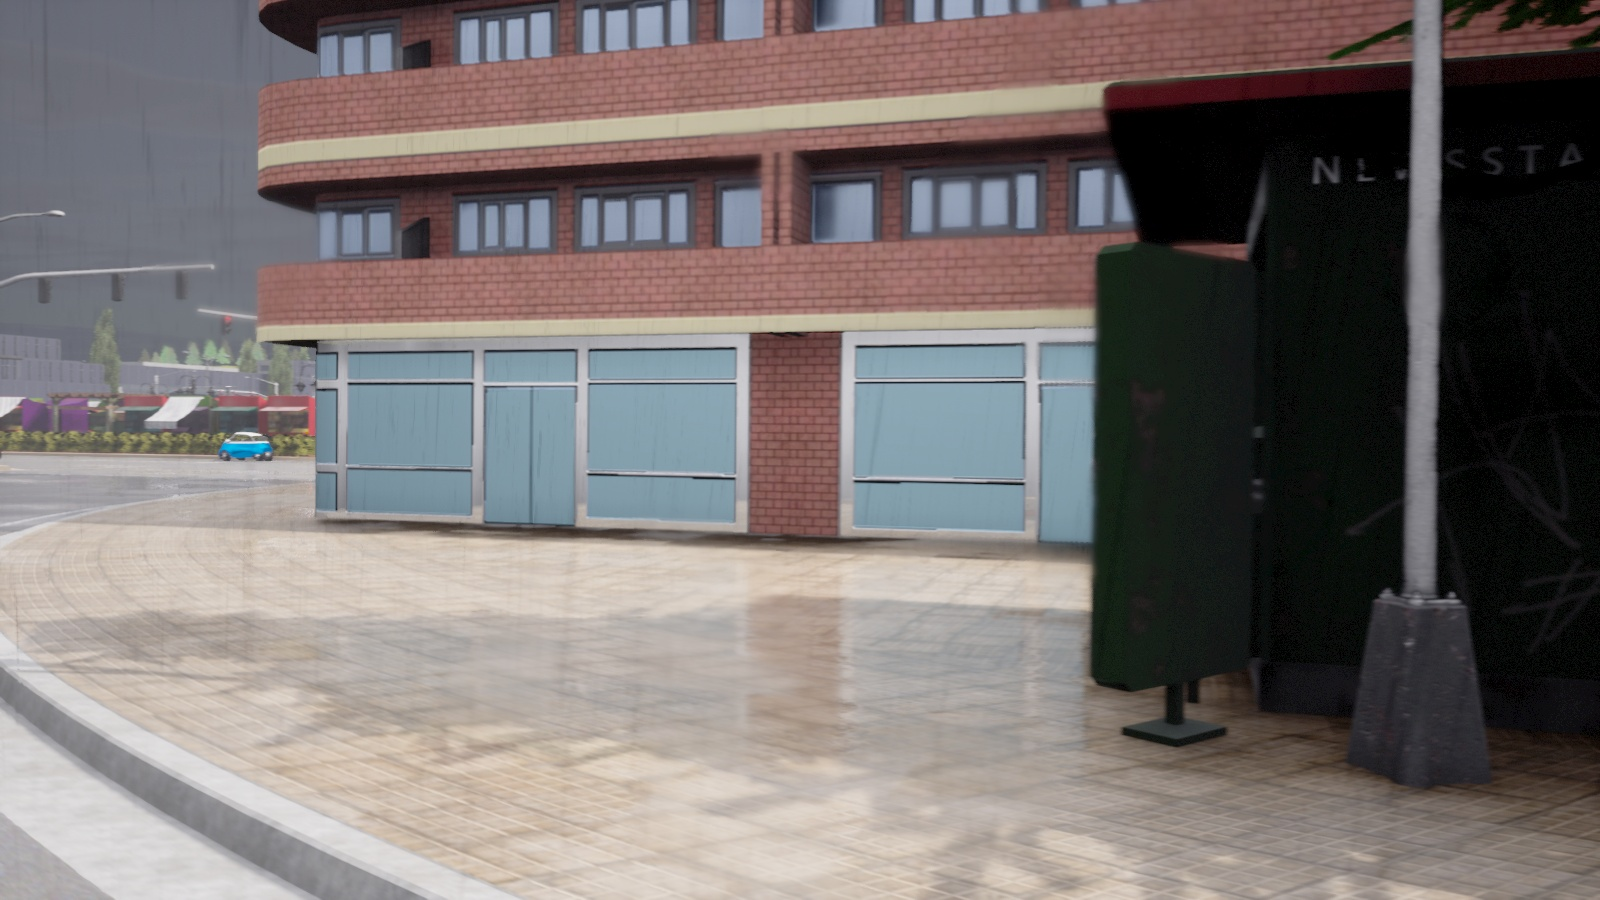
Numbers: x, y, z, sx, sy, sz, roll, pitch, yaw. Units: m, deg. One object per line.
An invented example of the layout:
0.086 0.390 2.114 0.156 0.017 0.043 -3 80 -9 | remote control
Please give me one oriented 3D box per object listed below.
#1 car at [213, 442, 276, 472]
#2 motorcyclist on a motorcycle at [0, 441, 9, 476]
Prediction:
-26.086 0.313 59.002 2.207 1.376 1.481 0 1 9 | car
-35.292 0.378 54.215 2.044 1.523 0.797 0 1 17 | motorcyclist on a motorcycle
